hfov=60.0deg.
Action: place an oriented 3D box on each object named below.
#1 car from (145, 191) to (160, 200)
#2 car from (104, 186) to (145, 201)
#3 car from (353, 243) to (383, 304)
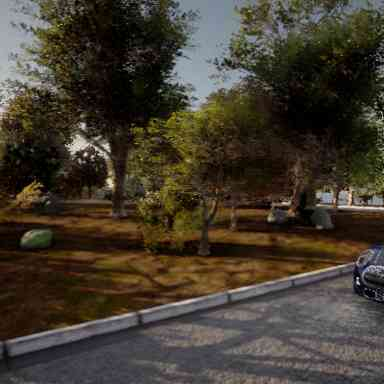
[{"bbox_3d":[-2.970,0.584,43.372,5.357,1.411,2.033,1,0,-16],"label":"car"},{"bbox_3d":[-8.890,0.194,44.615,5.566,2.045,2.150,1,-1,-30],"label":"car"},{"bbox_3d":[5.488,1.325,7.122,4.553,1.767,2.097,0,0,-34],"label":"car"}]
